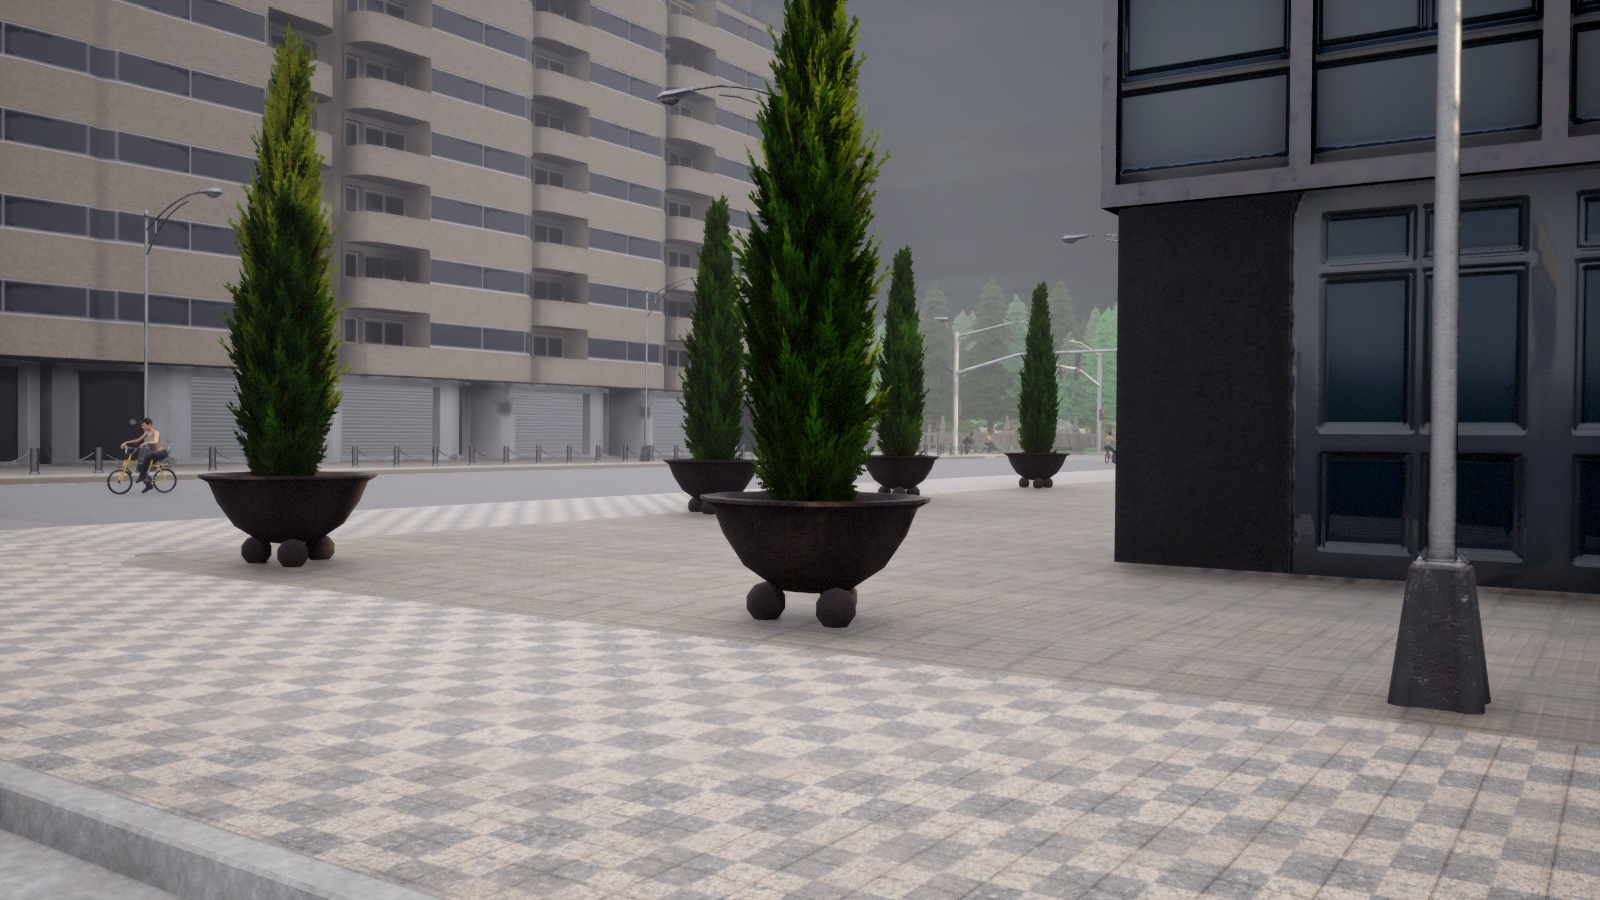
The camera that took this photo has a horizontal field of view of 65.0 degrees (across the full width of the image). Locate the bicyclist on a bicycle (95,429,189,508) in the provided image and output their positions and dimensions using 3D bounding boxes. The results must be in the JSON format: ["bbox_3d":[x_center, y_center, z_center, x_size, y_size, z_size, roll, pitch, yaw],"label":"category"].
[{"bbox_3d":[-13.916,0.375,26.601,0.866,1.612,1.509,0,1,34],"label":"bicyclist on a bicycle"}]
